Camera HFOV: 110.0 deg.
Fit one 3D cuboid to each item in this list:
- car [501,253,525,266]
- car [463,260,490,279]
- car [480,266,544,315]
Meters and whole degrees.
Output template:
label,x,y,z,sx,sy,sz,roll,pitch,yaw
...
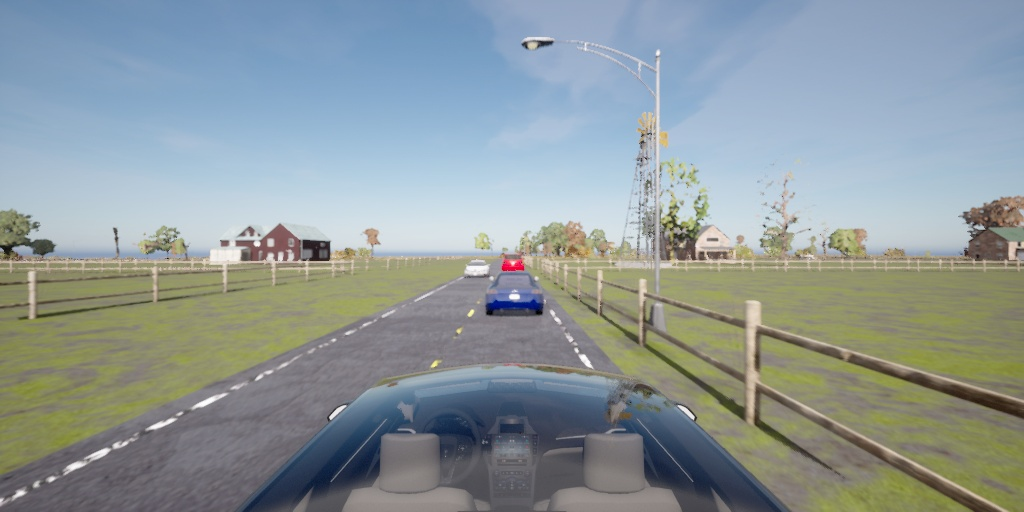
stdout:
label,x,y,z,sx,sy,sz,roll,pitch,yaw
car,0.094,0.746,34.771,2.150,2.045,5.566,0,0,0
car,-2.845,1.083,30.054,1.812,1.442,4.674,0,0,0
car,0.079,1.237,13.248,1.994,1.385,4.181,0,0,0
